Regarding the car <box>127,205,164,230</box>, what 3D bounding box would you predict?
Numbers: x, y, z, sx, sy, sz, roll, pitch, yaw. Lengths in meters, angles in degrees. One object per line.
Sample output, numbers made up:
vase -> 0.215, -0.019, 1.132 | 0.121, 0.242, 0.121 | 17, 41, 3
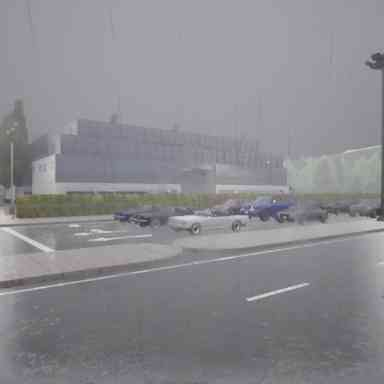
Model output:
car -> -1.431, 1.600, 21.511 | 4.718, 1.301, 1.895 | 0, 0, -36

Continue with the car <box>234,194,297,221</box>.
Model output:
car -> 6.411, 1.220, 27.158 | 5.566, 2.045, 2.150 | 0, 0, -36

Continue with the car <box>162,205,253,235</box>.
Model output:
car -> 0.936, 1.600, 18.904 | 4.718, 1.301, 1.895 | 0, 0, -36

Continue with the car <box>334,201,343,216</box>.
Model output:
car -> 14.565, 1.599, 33.111 | 4.718, 1.301, 1.895 | 0, 0, -36

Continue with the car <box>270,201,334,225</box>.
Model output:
car -> 7.955, 1.563, 23.952 | 4.181, 1.385, 1.994 | 0, 0, -36

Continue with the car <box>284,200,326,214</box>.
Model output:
car -> 12.189, 1.599, 35.710 | 4.718, 1.301, 1.895 | 0, 0, -36

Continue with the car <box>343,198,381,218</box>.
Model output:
car -> 16.046, 1.350, 29.859 | 4.553, 1.767, 2.097 | 0, 0, -36

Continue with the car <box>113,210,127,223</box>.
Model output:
car -> -3.317, 1.600, 24.455 | 4.718, 1.301, 1.895 | 0, 0, -36

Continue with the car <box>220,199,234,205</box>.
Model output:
car -> 3.879, 1.351, 29.643 | 4.553, 1.767, 2.097 | 0, 0, -36
